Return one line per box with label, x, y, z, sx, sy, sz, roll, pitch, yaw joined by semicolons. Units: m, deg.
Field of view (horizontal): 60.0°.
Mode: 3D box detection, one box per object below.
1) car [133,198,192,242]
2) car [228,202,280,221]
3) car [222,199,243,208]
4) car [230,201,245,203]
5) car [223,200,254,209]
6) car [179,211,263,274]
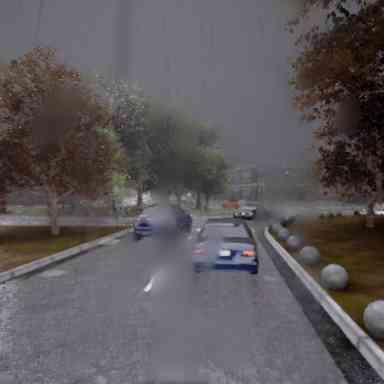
car;-1.291;1.375;16.656;2.097;1.767;4.553;0;0;9
car;5.373;1.737;27.146;2.033;1.411;5.357;0;-1;36
car;7.200;2.010;57.098;2.097;1.767;4.553;1;-1;-35
car;5.842;1.837;32.356;1.994;1.385;4.181;0;-1;38
car;8.442;2.269;60.697;2.033;1.411;5.357;1;-1;-43
car;1.060;1.550;10.621;2.033;1.411;5.357;0;0;6
